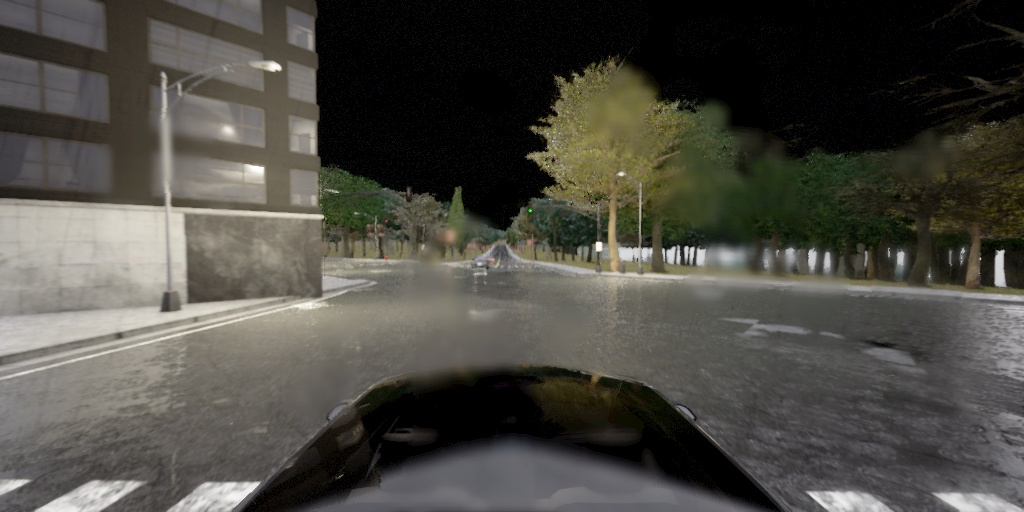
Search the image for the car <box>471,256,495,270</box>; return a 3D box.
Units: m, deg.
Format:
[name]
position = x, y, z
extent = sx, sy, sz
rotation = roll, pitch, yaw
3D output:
[car]
position = -3.436, 0.725, 40.262
extent = 2.128, 1.511, 4.902
rotation = 6, 0, -1
